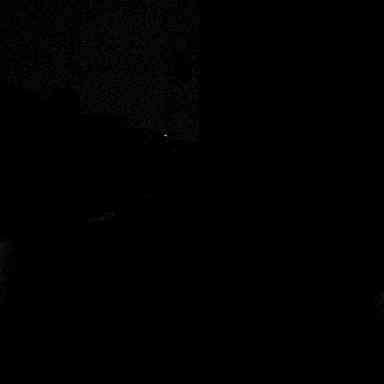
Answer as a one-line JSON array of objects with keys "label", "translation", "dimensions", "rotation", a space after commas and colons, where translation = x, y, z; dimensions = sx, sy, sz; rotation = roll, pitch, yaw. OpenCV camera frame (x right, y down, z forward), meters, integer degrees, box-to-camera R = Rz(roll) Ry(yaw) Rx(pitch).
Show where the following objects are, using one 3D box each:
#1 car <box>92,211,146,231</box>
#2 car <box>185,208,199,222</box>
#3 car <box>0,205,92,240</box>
[{"label": "car", "translation": [-5.317, 1.957, 23.695], "dimensions": [1.752, 1.417, 4.829], "rotation": [-1, -2, 36]}, {"label": "car", "translation": [1.056, 2.198, 32.562], "dimensions": [1.947, 1.339, 4.313], "rotation": [-1, -2, 36]}, {"label": "car", "translation": [-8.653, 1.641, 19.060], "dimensions": [2.192, 1.841, 5.009], "rotation": [-1, -2, 36]}]
